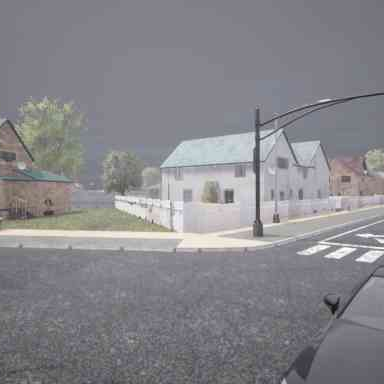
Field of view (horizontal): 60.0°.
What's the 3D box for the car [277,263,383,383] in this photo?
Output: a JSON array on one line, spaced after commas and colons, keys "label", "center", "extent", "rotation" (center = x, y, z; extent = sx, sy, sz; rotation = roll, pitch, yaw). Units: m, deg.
[{"label": "car", "center": [2.565, 1.524, 3.471], "extent": [1.812, 1.442, 4.674], "rotation": [0, 0, 42]}]
